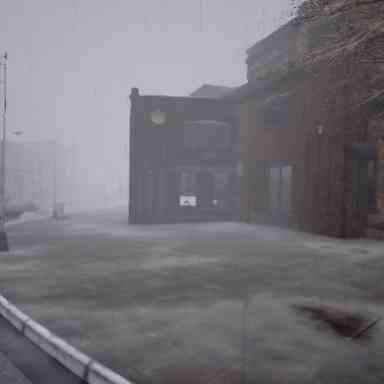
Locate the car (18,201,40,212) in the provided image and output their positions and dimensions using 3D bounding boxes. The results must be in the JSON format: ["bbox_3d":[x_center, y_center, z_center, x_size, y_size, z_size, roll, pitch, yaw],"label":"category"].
[{"bbox_3d":[-20.739,1.823,41.043,2.033,1.411,5.357,1,-1,-1],"label":"car"}]

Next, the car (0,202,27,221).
[{"bbox_3d":[-16.335,1.793,28.670,1.895,1.301,4.718,1,-1,-7],"label":"car"}]
